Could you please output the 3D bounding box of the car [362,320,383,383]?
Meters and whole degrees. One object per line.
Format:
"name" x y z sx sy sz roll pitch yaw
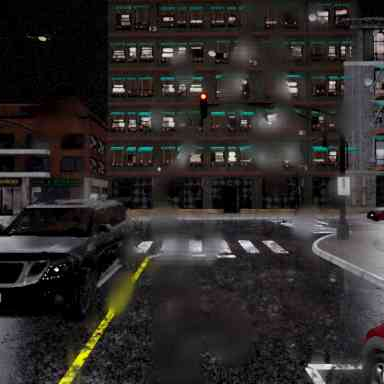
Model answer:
"car" 2.753 1.441 1.902 1.967 1.590 4.097 1 0 0

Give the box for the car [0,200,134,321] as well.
"car" -2.851 1.229 7.686 2.150 2.045 5.566 0 0 2

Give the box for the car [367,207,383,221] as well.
"car" 14.796 1.452 23.616 4.181 1.385 1.994 -1 -1 1
